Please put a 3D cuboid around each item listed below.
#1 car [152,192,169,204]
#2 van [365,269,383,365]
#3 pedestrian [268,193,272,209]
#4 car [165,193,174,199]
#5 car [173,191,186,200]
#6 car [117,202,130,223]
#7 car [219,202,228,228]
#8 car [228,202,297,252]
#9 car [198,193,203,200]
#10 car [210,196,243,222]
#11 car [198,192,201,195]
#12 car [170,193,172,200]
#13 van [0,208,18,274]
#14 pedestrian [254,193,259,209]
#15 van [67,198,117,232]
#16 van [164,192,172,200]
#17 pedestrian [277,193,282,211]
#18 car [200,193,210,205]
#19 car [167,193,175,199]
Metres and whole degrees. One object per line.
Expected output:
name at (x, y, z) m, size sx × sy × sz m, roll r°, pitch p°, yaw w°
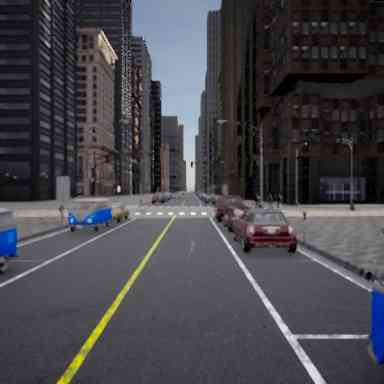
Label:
car at (-5.773, 1.043, 57.432) m, size 2.192 × 1.841 × 5.009 m, roll 0°, pitch 0°, yaw 0°
van at (2.760, 1.330, 2.119) m, size 1.690 × 1.788 × 3.998 m, roll 0°, pitch 0°, yaw 0°
pedestrian at (7.131, 0.991, 30.474) m, size 0.375 × 1.860 × 0.375 m, roll 0°, pitch 0°, yaw 0°
car at (-5.777, 1.045, 85.636) m, size 1.967 × 1.590 × 4.097 m, roll 0°, pitch 0°, yaw 0°
car at (-3.011, 0.988, 78.907) m, size 2.097 × 1.767 × 4.553 m, roll 0°, pitch 0°, yaw 0°
car at (-5.768, 1.405, 24.649) m, size 1.752 × 1.417 × 4.829 m, roll 0°, pitch 0°, yaw 0°
car at (2.758, 1.488, 19.153) m, size 1.802 × 1.307 × 4.206 m, roll 0°, pitch 0°, yaw 0°
car at (2.759, 1.374, 13.475) m, size 1.967 × 1.590 × 4.097 m, roll 0°, pitch 0°, yaw 0°
car at (2.752, 1.253, 63.084) m, size 2.008 × 1.369 × 4.403 m, roll 0°, pitch 0°, yaw 0°
car at (2.757, 1.194, 24.829) m, size 2.192 × 1.841 × 5.009 m, roll 0°, pitch 0°, yaw 0°
car at (2.751, 1.222, 68.725) m, size 1.887 × 1.381 × 4.507 m, roll 0°, pitch 0°, yaw 0°
car at (-5.774, 1.243, 68.715) m, size 1.947 × 1.339 × 4.313 m, roll 0°, pitch 0°, yaw 0°
van at (-5.766, 1.302, 7.786) m, size 1.690 × 1.788 × 3.998 m, roll 0°, pitch 0°, yaw 0°
pedestrian at (6.131, 0.989, 31.674) m, size 0.375 × 1.860 × 0.375 m, roll 0°, pitch 0°, yaw 0°
van at (-5.767, 1.247, 19.140) m, size 1.690 × 1.788 × 3.998 m, roll 0°, pitch 0°, yaw 0°
van at (-5.776, 0.969, 79.995) m, size 1.690 × 1.788 × 3.998 m, roll 0°, pitch 0°, yaw 0°
pedestrian at (8.131, 0.984, 31.074) m, size 0.375 × 1.860 × 0.375 m, roll 0°, pitch 0°, yaw 0°
car at (2.753, 1.304, 51.803) m, size 2.008 × 1.369 × 4.403 m, roll 0°, pitch 0°, yaw 0°
car at (-5.778, 1.108, 91.107) m, size 1.752 × 1.417 × 4.829 m, roll 0°, pitch 0°, yaw 0°
